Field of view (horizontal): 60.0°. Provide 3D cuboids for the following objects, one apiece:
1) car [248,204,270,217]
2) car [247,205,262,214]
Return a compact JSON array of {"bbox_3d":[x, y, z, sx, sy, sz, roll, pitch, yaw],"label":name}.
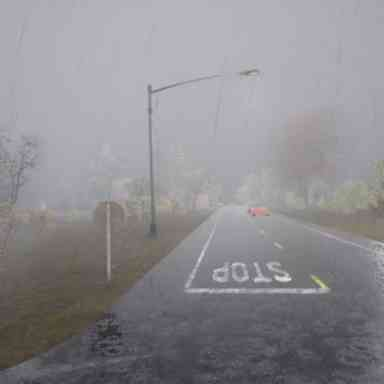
[{"bbox_3d":[9.002,2.322,44.107,2.097,1.767,4.553,-2,-2,6],"label":"car"},{"bbox_3d":[10.097,2.825,53.984,1.895,1.301,4.718,-2,-2,6],"label":"car"}]
